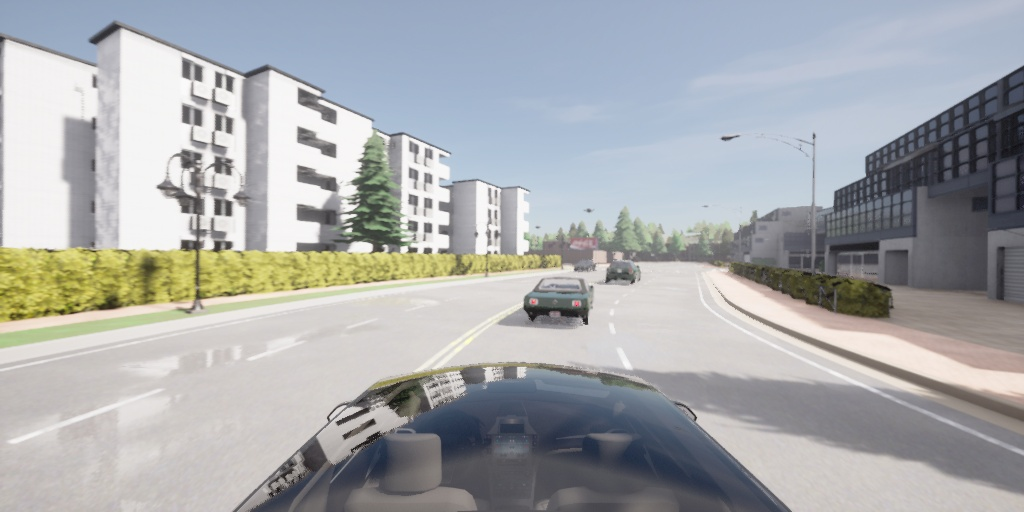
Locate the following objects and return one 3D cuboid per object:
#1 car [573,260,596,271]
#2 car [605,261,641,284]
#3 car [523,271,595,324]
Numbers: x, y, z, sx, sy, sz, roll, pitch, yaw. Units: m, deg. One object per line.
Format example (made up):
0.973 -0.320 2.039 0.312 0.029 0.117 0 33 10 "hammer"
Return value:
9.103 1.259 44.614 1.837 1.490 4.892 1 0 27 "car"
8.660 1.132 27.700 2.097 1.767 4.553 1 0 26 "car"
1.791 1.344 12.168 1.895 1.301 4.718 1 0 15 "car"
